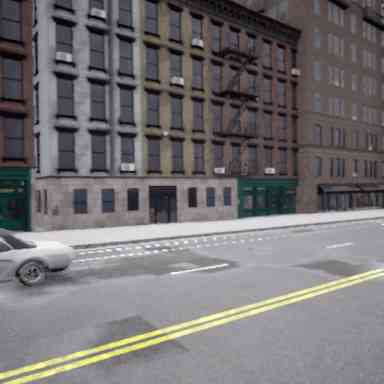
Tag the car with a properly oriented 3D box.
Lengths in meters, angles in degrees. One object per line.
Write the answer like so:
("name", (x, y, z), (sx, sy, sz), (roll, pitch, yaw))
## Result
("car", (-5.393, 1.601, 7.824), (4.718, 1.301, 1.895), (0, 0, -35))
